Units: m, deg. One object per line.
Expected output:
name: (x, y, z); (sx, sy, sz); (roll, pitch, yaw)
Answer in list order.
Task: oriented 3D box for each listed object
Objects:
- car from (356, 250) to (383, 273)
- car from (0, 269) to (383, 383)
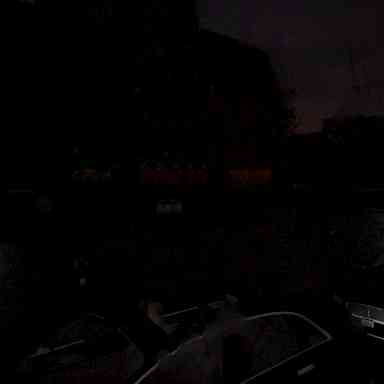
car: (4.172, 1.549, 5.801); (4.403, 1.369, 2.008); (0, -2, -35)
car: (-0.268, 1.550, 2.643); (4.403, 1.369, 2.008); (0, -2, -35)
